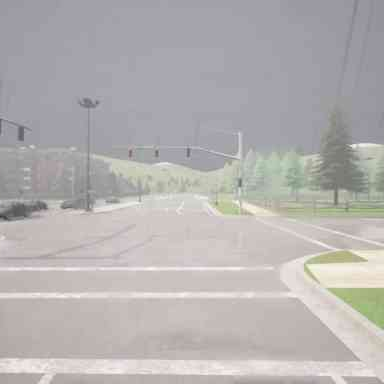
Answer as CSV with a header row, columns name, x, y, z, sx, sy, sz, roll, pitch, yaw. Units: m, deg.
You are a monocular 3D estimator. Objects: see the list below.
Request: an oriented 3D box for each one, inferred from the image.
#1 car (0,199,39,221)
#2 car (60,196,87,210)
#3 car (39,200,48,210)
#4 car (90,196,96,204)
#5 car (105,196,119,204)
name,x,y,z,sx,sy,sz,roll,pitch,yaw
car,-15.064,1.548,27.388,2.033,1.411,5.357,0,0,0
car,-15.041,1.502,42.153,1.837,1.490,4.892,0,1,0
car,-18.546,1.564,38.940,1.994,1.385,4.181,0,0,0
car,-18.474,1.491,58.788,2.128,1.511,4.902,0,0,1
car,-14.936,1.525,62.406,1.812,1.442,4.674,0,0,0
